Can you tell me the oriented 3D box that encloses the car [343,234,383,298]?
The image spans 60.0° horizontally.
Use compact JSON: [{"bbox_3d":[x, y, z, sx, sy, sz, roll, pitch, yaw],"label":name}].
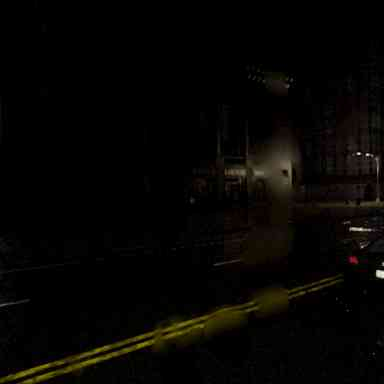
[{"bbox_3d":[5.210,1.492,7.401,4.181,1.385,1.994,-1,0,-37],"label":"car"}]
